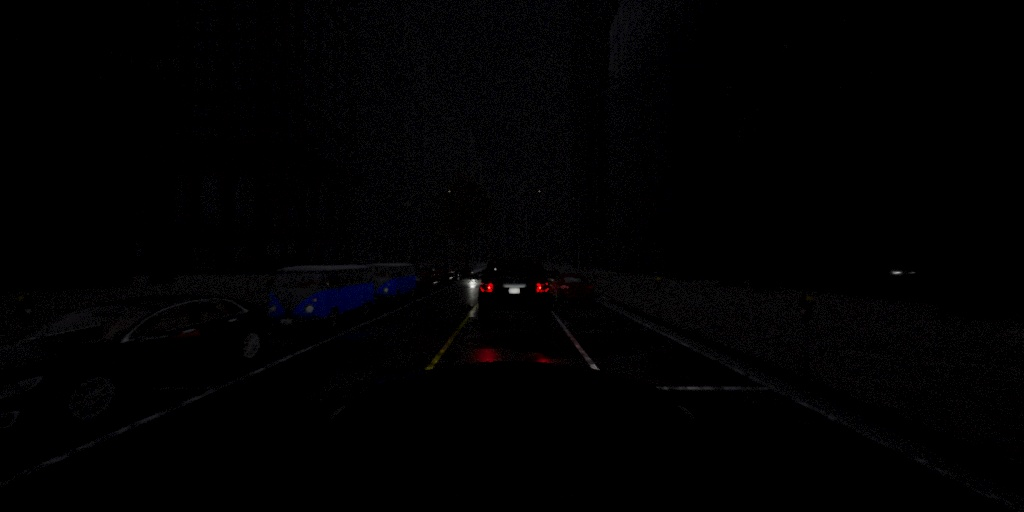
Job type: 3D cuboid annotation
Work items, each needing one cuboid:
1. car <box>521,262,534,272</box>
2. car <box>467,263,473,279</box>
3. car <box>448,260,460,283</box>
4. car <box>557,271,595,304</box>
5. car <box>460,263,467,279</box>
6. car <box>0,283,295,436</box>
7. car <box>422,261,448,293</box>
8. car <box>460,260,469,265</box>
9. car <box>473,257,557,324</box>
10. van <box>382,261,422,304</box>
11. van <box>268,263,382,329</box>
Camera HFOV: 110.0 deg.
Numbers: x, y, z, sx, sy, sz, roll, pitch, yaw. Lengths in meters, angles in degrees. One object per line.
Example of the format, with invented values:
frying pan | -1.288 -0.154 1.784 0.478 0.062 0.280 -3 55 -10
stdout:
car | 2.399 1.721 57.726 1.837 1.490 4.892 0 0 0
car | -3.072 1.560 36.164 1.812 1.442 4.674 0 0 0
car | -5.742 1.283 28.277 2.192 1.841 5.009 0 0 0
car | 2.774 1.457 16.922 1.802 1.307 4.207 0 0 0
car | -5.738 1.581 33.954 1.948 1.339 4.313 0 0 0
car | -5.761 1.332 5.567 2.007 1.370 4.403 0 0 0
car | -5.747 1.236 22.600 2.192 1.841 5.009 0 0 0
car | -5.733 1.378 39.631 2.192 1.841 5.009 0 0 0
car | 0.089 1.062 12.572 2.150 2.045 5.566 0 0 0
van | -5.752 1.216 16.922 1.690 1.789 3.998 0 0 0
van | -5.756 1.169 11.245 1.690 1.789 3.998 0 0 0
